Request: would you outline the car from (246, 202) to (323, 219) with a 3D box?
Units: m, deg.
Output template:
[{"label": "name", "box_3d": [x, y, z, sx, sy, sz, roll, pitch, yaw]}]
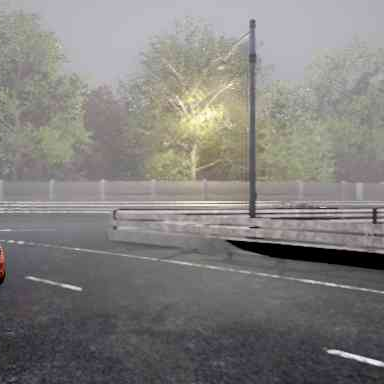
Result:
[{"label": "car", "box_3d": [6.001, 1.426, 21.655, 4.902, 1.511, 2.128, -1, 0, -7]}]

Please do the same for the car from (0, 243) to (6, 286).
[{"label": "car", "box_3d": [-6.447, 1.316, 7.714, 4.553, 1.767, 2.097, 0, 0, 31]}]
